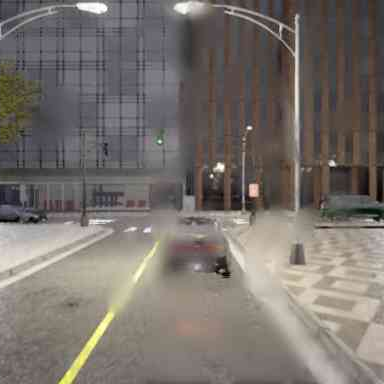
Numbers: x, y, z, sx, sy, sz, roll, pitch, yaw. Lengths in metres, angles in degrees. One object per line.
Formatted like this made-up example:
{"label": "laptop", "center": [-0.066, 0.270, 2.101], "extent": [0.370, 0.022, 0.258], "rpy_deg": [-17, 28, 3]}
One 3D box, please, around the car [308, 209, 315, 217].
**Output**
{"label": "car", "center": [12.812, 1.597, 28.262], "extent": [5.357, 1.411, 2.033], "rpy_deg": [0, 0, 0]}

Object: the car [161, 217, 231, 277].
{"label": "car", "center": [0.101, 1.544, 10.342], "extent": [1.837, 1.490, 4.892], "rpy_deg": [0, 0, 0]}

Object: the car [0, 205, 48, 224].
{"label": "car", "center": [-13.822, 1.699, 25.099], "extent": [5.357, 1.411, 2.033], "rpy_deg": [0, 0, 1]}

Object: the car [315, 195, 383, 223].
{"label": "car", "center": [12.740, 1.271, 25.429], "extent": [5.566, 2.045, 2.150], "rpy_deg": [0, 0, 6]}
